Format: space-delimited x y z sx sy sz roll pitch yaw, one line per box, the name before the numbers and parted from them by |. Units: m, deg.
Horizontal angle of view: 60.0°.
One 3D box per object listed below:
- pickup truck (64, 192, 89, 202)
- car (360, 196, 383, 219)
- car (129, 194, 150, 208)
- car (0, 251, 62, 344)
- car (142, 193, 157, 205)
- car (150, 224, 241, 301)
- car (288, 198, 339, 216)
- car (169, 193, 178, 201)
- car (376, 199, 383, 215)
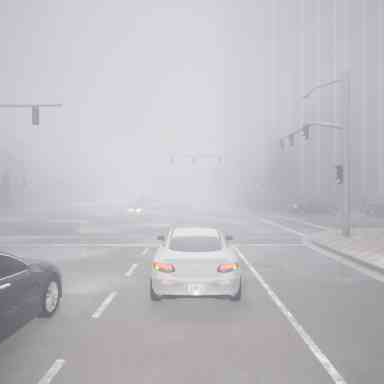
pickup truck | -24.658 1.058 70.241 2.390 2.098 6.274 0 0 30
car | 17.711 1.221 29.026 5.566 2.045 2.150 0 0 0
car | -7.820 1.491 47.950 2.128 1.511 4.902 0 0 -1
car | -3.436 1.505 4.538 1.837 1.490 4.892 0 0 0
car | -7.944 1.221 57.969 2.150 2.045 5.566 0 0 -1
car | 0.078 1.526 8.188 1.812 1.442 4.674 0 0 0
car | 11.772 1.352 32.482 4.553 1.767 2.097 0 0 0
car | -4.747 1.225 85.462 2.150 2.045 5.566 0 0 -1
car | 20.998 1.478 32.548 5.008 1.535 1.882 0 0 0
